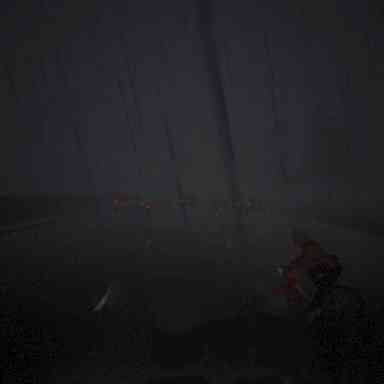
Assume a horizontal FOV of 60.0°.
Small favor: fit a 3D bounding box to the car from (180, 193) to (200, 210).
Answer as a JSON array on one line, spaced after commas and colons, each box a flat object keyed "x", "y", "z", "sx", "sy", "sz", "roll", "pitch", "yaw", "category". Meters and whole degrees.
[{"x": -0.398, "y": 1.223, "z": 42.482, "sx": 2.150, "sy": 2.045, "sz": 5.566, "roll": 0, "pitch": 0, "yaw": -1, "category": "car"}]

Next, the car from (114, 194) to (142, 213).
[{"x": -7.341, "y": 1.221, "z": 37.700, "sx": 2.150, "sy": 2.045, "sz": 5.566, "roll": 0, "pitch": 0, "yaw": -1, "category": "car"}]

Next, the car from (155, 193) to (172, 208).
[{"x": -4.023, "y": 1.221, "z": 46.364, "sx": 2.150, "sy": 2.045, "sz": 5.566, "roll": 0, "pitch": 0, "yaw": 0, "category": "car"}]

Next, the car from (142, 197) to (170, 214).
[{"x": -3.825, "y": 1.547, "z": 36.120, "sx": 2.033, "sy": 1.411, "sz": 5.357, "roll": 0, "pitch": 0, "yaw": 0, "category": "car"}]

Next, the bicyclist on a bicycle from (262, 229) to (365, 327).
[{"x": 2.001, "y": 1.455, "z": 5.602, "sx": 1.656, "sy": 1.620, "sz": 0.582, "roll": -2, "pitch": 0, "yaw": 11, "category": "bicyclist on a bicycle"}]

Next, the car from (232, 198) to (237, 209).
[{"x": 6.486, "y": 1.547, "z": 45.495, "sx": 2.033, "sy": 1.411, "sz": 5.357, "roll": 0, "pitch": 0, "yaw": 0, "category": "car"}]

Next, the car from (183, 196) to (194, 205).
[{"x": -0.583, "y": 1.477, "z": 58.161, "sx": 1.882, "sy": 1.535, "sz": 5.008, "roll": 0, "pitch": 0, "yaw": -1, "category": "car"}]

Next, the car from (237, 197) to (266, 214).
[{"x": 6.607, "y": 1.352, "z": 36.184, "sx": 2.097, "sy": 1.767, "sz": 4.553, "roll": 0, "pitch": 0, "yaw": 0, "category": "car"}]

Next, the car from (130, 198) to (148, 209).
[{"x": -7.510, "y": 1.601, "z": 47.463, "sx": 1.895, "sy": 1.301, "sz": 4.718, "roll": 0, "pitch": 0, "yaw": 0, "category": "car"}]

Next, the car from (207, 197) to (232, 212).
[{"x": 3.123, "y": 1.505, "z": 38.650, "sx": 1.837, "sy": 1.490, "sz": 4.892, "roll": 0, "pitch": 0, "yaw": 0, "category": "car"}]

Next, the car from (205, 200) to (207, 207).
[{"x": 2.983, "y": 1.505, "z": 48.063, "sx": 1.837, "sy": 1.490, "sz": 4.892, "roll": 0, "pitch": 0, "yaw": 0, "category": "car"}]
